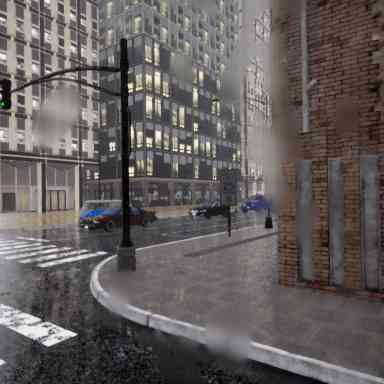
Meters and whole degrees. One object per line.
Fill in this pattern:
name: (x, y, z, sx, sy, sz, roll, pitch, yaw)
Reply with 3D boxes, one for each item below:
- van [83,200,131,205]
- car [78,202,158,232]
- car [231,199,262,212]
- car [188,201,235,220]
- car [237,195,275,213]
van: (-6.000, 1.460, 23.471, 1.690, 1.788, 3.998, -2, -1, 36)
car: (-4.482, 1.614, 21.136, 2.033, 1.411, 5.357, -1, -1, 36)
car: (6.829, 1.689, 41.384, 1.752, 1.417, 4.829, -2, -1, 36)
car: (1.598, 1.578, 29.626, 2.128, 1.511, 4.902, -1, -1, 36)
car: (7.687, 1.329, 38.121, 2.150, 2.045, 5.566, -1, -1, 36)
